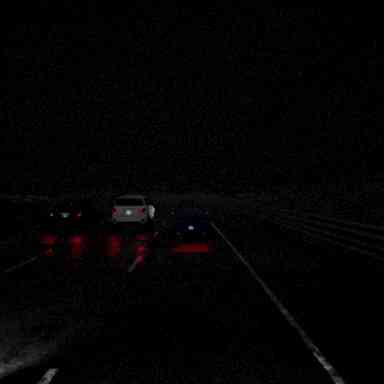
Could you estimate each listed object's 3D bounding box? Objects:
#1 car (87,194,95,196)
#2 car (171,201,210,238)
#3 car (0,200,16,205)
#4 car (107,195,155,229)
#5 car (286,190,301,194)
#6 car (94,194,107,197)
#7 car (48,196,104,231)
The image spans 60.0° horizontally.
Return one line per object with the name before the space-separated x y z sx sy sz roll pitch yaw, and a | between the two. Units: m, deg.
car | -22.553 1.280 74.296 2.097 1.767 4.553 0 0 -1
car | -0.105 1.486 17.836 1.882 1.535 5.008 0 0 -1
car | -18.109 1.489 31.019 2.128 1.511 4.902 0 0 -1
car | -3.701 1.228 21.695 2.150 2.045 5.566 0 0 -2
car | 22.654 0.022 73.887 1.812 1.442 4.674 0 -4 -15
car | -19.002 1.462 72.207 2.128 1.511 4.902 0 0 -1
car | -7.174 1.357 20.813 2.097 1.767 4.553 0 0 -1
